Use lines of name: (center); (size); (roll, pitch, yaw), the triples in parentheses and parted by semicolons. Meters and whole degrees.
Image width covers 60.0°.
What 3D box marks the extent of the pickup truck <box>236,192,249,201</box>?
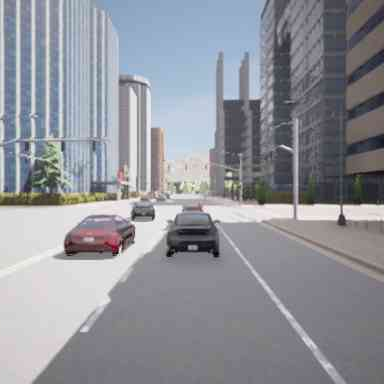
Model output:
pickup truck: (13.121, 1.053, 82.374); (2.390, 2.098, 6.274); (0, 0, 31)

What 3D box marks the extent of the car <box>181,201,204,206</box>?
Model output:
car: (0.050, 1.523, 28.649); (1.812, 1.442, 4.674); (0, 0, 1)

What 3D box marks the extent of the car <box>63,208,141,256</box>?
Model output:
car: (-3.452, 1.564, 13.177); (1.994, 1.385, 4.181); (0, 0, 0)

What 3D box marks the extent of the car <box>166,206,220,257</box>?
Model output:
car: (0.047, 1.505, 12.967); (1.837, 1.490, 4.892); (0, 0, 0)

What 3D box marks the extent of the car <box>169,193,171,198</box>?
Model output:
car: (-7.001, 1.203, 91.048); (2.150, 2.045, 5.566); (0, 0, 0)

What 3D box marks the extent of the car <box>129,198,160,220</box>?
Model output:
car: (-4.215, 1.490, 27.858); (2.128, 1.511, 4.902); (0, 0, -13)

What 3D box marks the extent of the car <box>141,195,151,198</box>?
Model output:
car: (-10.500, 1.472, 75.436); (1.882, 1.535, 5.008); (0, 0, 0)

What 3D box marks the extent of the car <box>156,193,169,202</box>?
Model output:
car: (-7.000, 1.350, 75.462); (2.097, 1.767, 4.553); (0, 0, 0)
